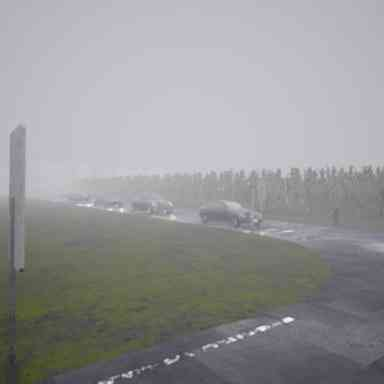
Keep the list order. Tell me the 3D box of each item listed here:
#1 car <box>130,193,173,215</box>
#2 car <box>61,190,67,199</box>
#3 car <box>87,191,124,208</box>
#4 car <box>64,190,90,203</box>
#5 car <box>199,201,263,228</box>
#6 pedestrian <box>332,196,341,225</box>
[{"bbox_3d":[-3.461,0.919,28.265,2.097,1.767,4.553,1,1,-36],"label":"car"},{"bbox_3d":[-21.758,0.471,58.690,2.128,1.511,4.902,1,1,-36],"label":"car"},{"bbox_3d":[-9.252,0.941,36.314,2.033,1.411,5.357,1,1,-35],"label":"car"},{"bbox_3d":[-15.249,0.815,44.694,1.895,1.301,4.718,1,1,-35],"label":"car"},{"bbox_3d":[2.214,1.267,20.325,1.812,1.442,4.674,1,1,-34],"label":"car"},{"bbox_3d":[9.099,1.146,21.053,0.375,1.860,0.375,2,-1,-36],"label":"pedestrian"}]
